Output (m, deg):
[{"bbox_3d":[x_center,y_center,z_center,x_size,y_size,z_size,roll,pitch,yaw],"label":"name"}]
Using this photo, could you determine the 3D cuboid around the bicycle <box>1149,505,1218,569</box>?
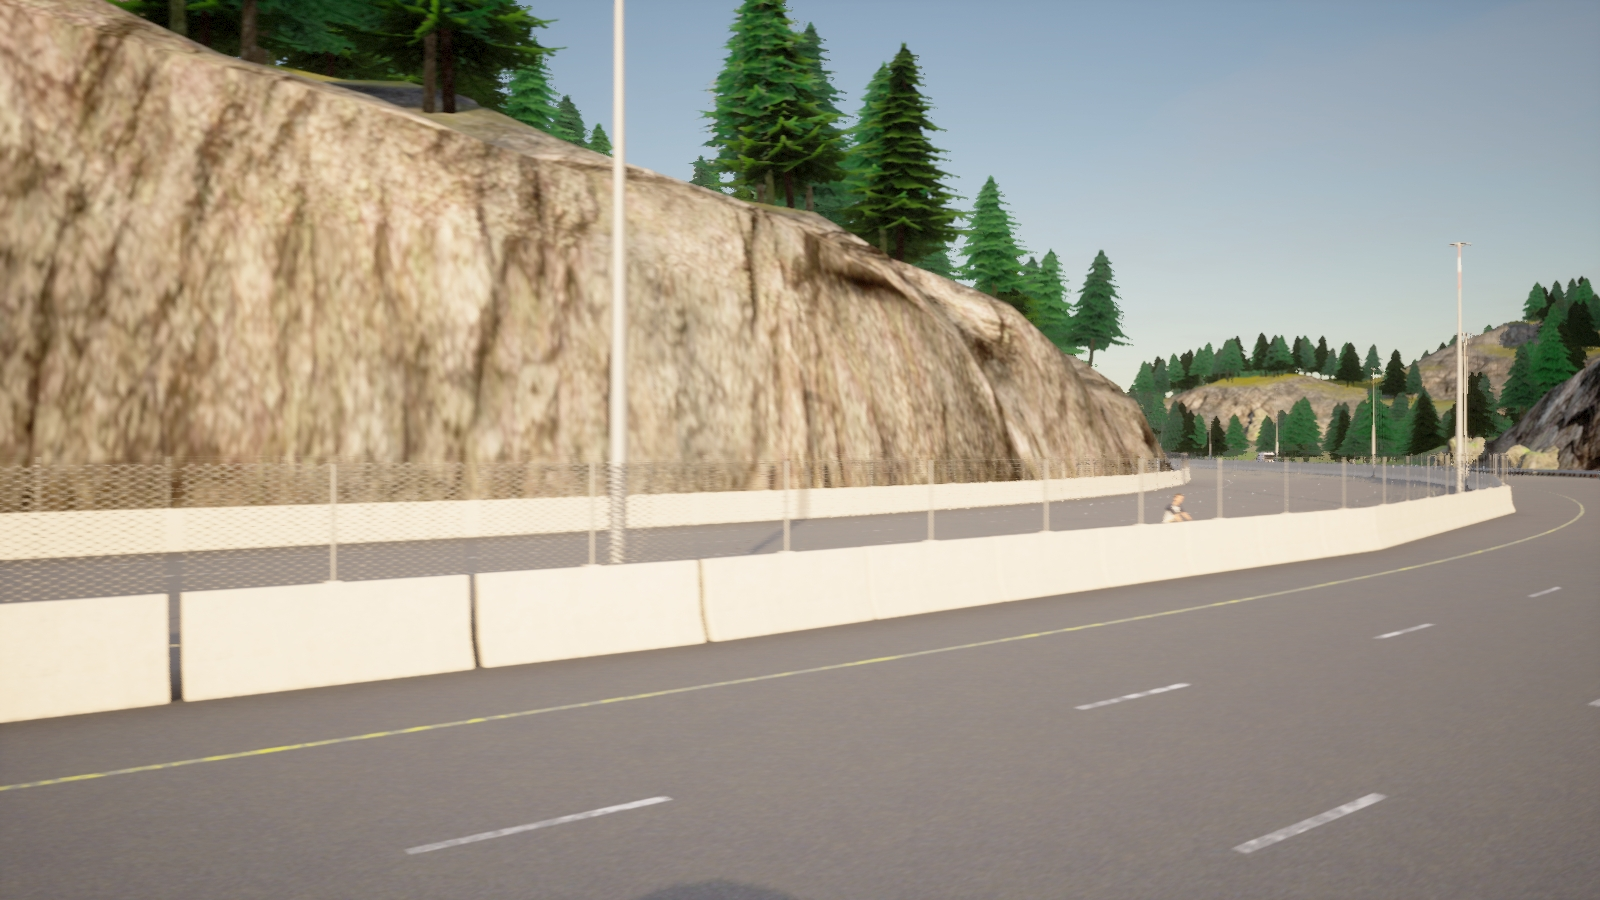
[{"bbox_3d":[9.213,2.082,27.520,0.373,1.514,1.643,4,-5,-38],"label":"bicycle"}]
